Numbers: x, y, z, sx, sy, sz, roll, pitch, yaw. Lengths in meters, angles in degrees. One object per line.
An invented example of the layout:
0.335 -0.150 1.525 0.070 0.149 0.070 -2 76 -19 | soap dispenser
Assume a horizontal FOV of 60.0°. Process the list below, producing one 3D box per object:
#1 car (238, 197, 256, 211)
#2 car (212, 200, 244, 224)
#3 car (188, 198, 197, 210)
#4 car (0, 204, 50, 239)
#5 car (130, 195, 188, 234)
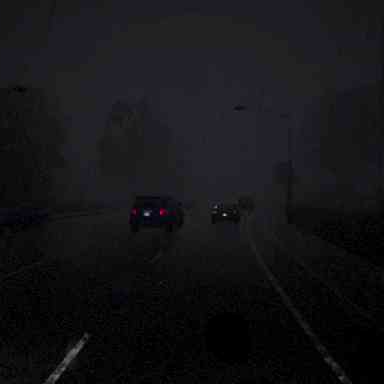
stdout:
6.739 1.345 41.655 2.097 1.767 4.553 0 0 16 | car
2.629 1.555 24.943 1.994 1.385 4.181 0 0 10 | car
-0.782 1.489 41.609 1.812 1.442 4.674 0 0 16 | car
-9.384 1.440 17.238 1.882 1.535 5.008 0 0 7 | car
-1.887 1.204 19.302 2.150 2.045 5.566 0 0 8 | car
